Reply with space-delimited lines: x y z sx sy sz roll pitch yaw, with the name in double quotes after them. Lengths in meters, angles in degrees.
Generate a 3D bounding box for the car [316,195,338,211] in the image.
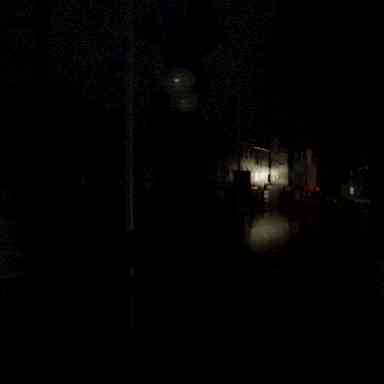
15.879 1.385 38.918 2.128 1.511 4.902 0 0 34 "car"

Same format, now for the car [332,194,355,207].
21.826 1.350 47.375 1.882 1.535 5.008 0 0 36 "car"
